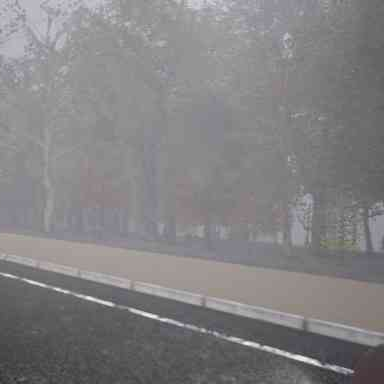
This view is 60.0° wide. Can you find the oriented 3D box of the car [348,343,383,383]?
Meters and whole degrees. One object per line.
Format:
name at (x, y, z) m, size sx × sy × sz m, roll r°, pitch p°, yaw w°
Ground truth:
car at (2.919, 1.557, 1.603) m, size 4.181 × 1.385 × 1.994 m, roll 0°, pitch 0°, yaw 35°
